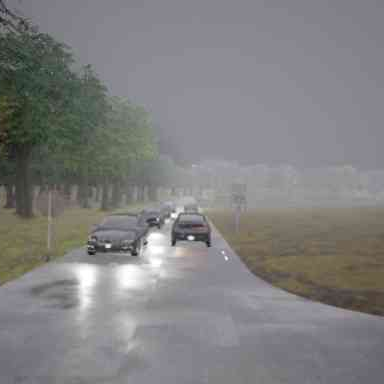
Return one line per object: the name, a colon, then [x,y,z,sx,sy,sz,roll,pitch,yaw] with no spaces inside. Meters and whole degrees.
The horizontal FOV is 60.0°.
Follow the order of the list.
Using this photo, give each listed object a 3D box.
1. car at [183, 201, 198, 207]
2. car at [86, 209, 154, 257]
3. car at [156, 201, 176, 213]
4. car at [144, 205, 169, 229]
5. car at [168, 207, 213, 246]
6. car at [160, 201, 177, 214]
car: [-0.136,2.043,45.557,2.128,1.511,4.902,2,0,0]
car: [-2.898,1.657,13.883,1.837,1.490,4.892,2,-1,0]
car: [-3.000,1.891,33.582,2.033,1.411,5.357,2,-1,0]
car: [-2.951,1.848,23.832,1.895,1.301,4.718,2,-1,0]
car: [-0.025,1.773,16.924,1.837,1.490,4.892,2,-1,0]
car: [-3.036,1.971,43.737,1.812,1.442,4.674,2,-1,0]
